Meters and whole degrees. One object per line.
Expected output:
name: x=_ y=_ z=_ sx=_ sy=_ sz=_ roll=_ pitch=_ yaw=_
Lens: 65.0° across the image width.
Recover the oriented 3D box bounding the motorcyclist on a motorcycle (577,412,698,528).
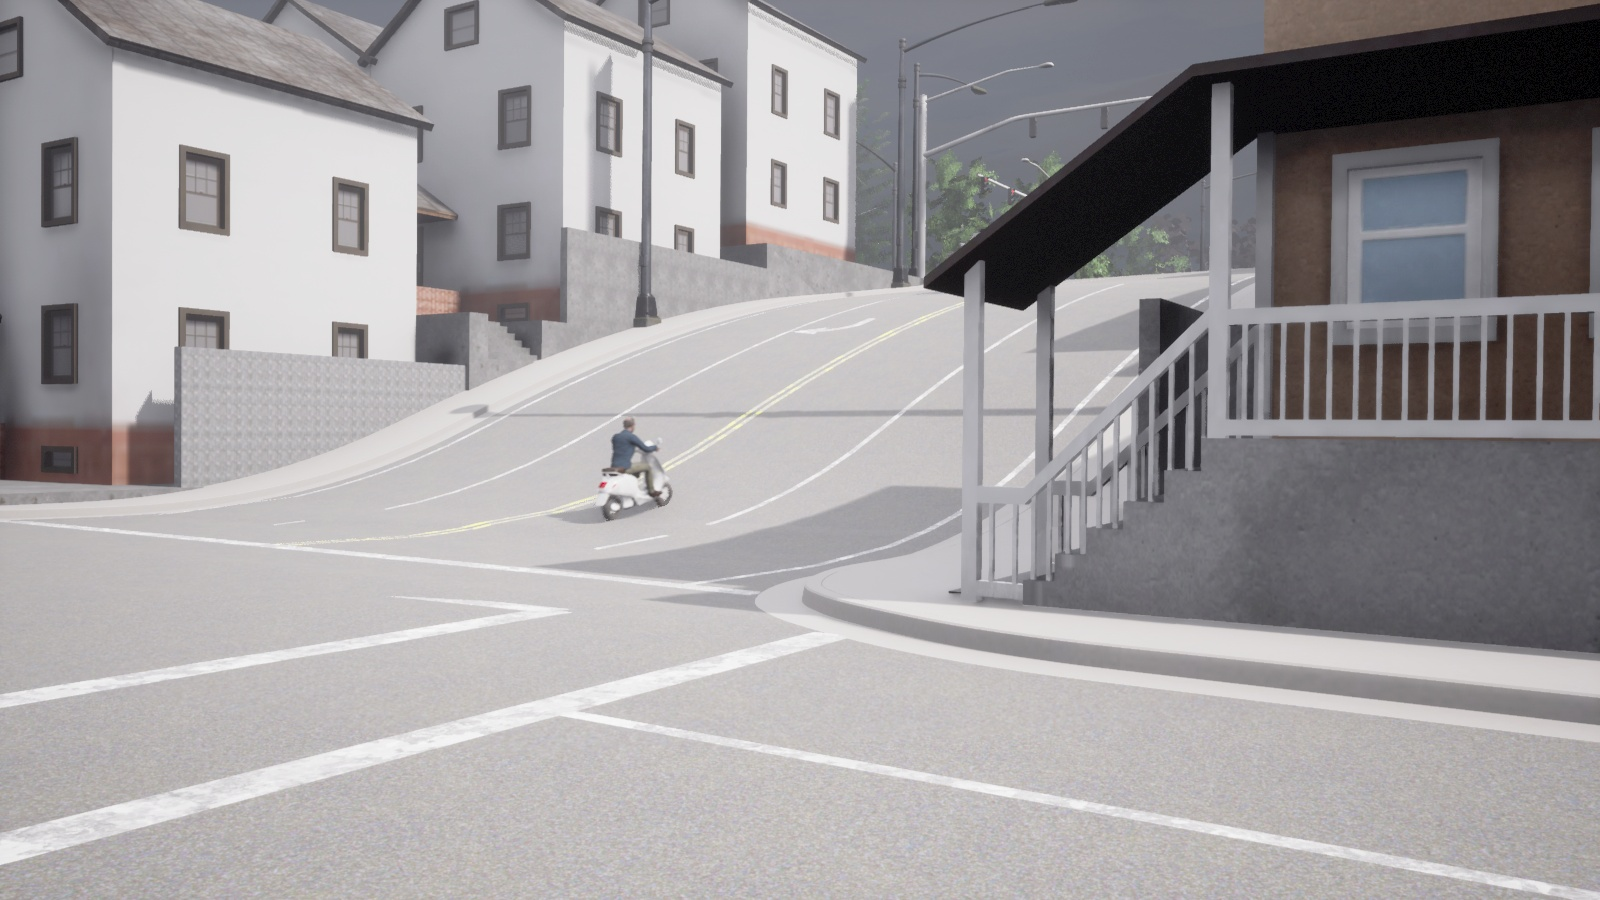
motorcyclist on a motorcycle: x=-2.620 y=0.295 z=20.468 sx=0.866 sy=1.590 sz=1.817 roll=0 pitch=8 yaw=32
